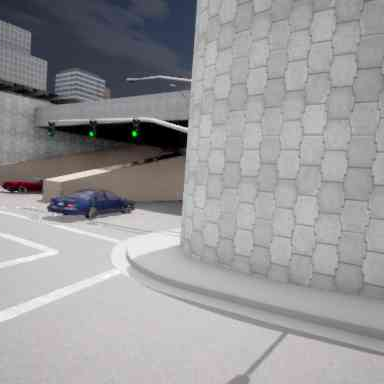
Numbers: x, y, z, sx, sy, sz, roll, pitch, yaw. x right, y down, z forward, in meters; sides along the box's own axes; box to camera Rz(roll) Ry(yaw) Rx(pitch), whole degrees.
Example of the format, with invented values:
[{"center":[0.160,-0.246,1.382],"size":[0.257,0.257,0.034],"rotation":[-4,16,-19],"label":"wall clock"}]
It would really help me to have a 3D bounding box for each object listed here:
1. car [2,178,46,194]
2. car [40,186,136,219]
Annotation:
[{"center":[-13.616,-0.561,28.784],"size":[1.895,1.301,4.718],"rotation":[6,4,34],"label":"car"},{"center":[-5.191,0.569,18.010],"size":[2.033,1.411,5.357],"rotation":[5,3,23],"label":"car"}]
